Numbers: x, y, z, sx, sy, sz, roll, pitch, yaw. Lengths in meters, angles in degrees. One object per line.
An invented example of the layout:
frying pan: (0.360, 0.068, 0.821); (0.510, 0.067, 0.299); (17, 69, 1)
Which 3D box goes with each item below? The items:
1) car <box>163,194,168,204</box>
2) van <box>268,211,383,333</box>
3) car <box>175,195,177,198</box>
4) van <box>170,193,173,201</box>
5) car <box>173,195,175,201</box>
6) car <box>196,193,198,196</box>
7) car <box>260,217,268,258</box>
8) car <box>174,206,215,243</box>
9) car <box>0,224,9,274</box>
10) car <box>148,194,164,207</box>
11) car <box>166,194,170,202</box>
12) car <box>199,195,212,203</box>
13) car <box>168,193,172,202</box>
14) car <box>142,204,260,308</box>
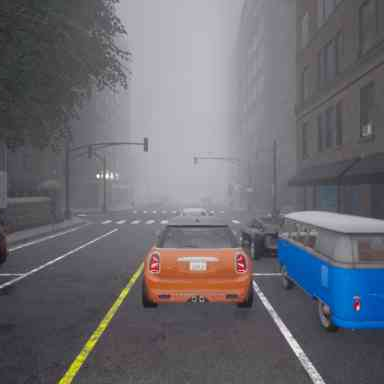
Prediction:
car: (-5.655, 1.522, 55.643); (2.008, 1.369, 4.403); (0, 0, 0)
van: (2.858, 1.340, 6.542); (1.690, 1.788, 3.998); (0, 0, 0)
car: (-5.649, 1.290, 82.897); (2.192, 1.841, 5.009); (0, 0, 0)
van: (-5.651, 1.312, 71.996); (1.690, 1.788, 3.998); (0, 0, 0)
car: (-5.649, 1.523, 77.446); (2.008, 1.369, 4.403); (0, 0, 0)
car: (2.880, 1.507, 93.991); (1.752, 1.417, 4.829); (0, 0, 0)
car: (2.860, 1.563, 12.202); (1.947, 1.339, 4.313); (0, 0, 0)
car: (0.106, 1.521, 17.097); (1.812, 1.442, 4.674); (0, 0, 0)
car: (-5.667, 1.314, 6.504); (2.192, 1.841, 5.009); (0, 0, 0)
car: (-5.656, 1.498, 50.023); (1.752, 1.417, 4.829); (0, 0, 0)
car: (-5.653, 1.515, 61.094); (1.887, 1.381, 4.507); (0, 0, 0)
car: (2.872, 1.410, 66.579); (1.967, 1.590, 4.097); (0, 0, 0)
car: (-5.652, 1.515, 66.545); (1.887, 1.381, 4.507); (0, 0, 0)
car: (0.104, 1.351, 8.096); (2.097, 1.767, 4.553); (0, 0, 0)
